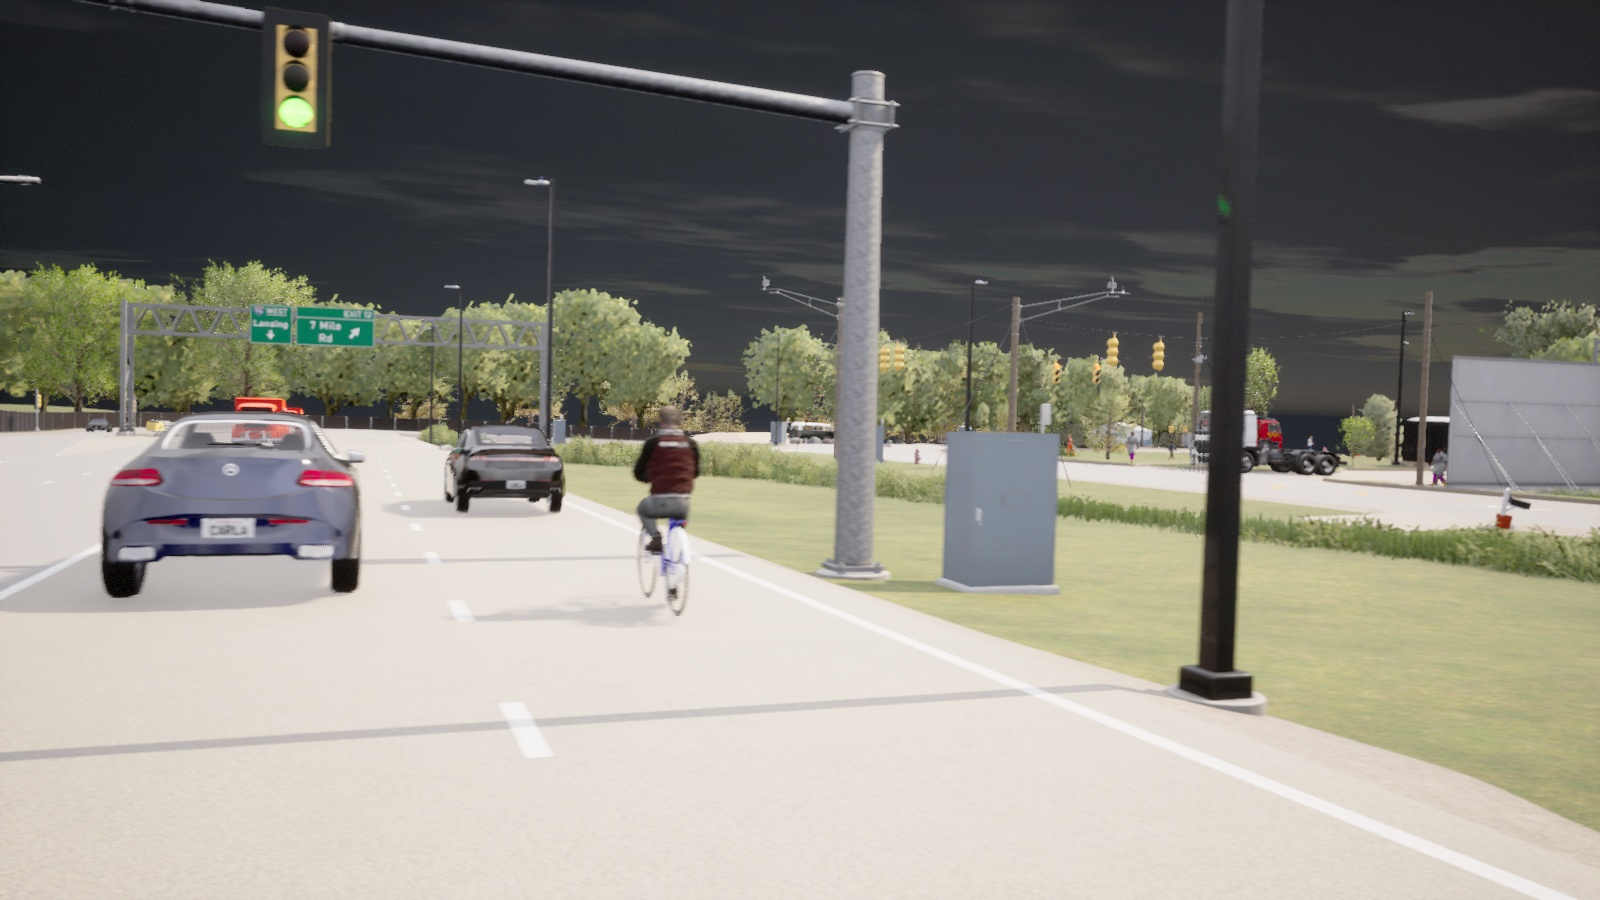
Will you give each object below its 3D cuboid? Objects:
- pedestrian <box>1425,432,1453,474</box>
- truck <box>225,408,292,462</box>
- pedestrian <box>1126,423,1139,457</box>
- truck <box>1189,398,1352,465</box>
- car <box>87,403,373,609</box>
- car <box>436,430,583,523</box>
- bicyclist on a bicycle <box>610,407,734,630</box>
[{"bbox_3d":[29.830,0.135,58.647,0.873,1.952,0.659,0,2,-7],"label":"pedestrian"},{"bbox_3d":[-26.078,-0.725,60.645,2.627,2.467,5.204,0,1,-19],"label":"truck"},{"bbox_3d":[19.448,-0.586,73.438,0.659,1.952,0.873,1,3,21],"label":"pedestrian"},{"bbox_3d":[25.529,-1.000,68.197,7.936,3.462,2.891,1,2,-14],"label":"truck"},{"bbox_3d":[-5.506,0.401,12.756,2.152,1.651,5.027,0,1,-19],"label":"car"},{"bbox_3d":[-5.496,0.390,23.271,2.128,1.511,4.902,0,1,-19],"label":"car"},{"bbox_3d":[-1.154,0.524,10.939,0.659,1.776,1.843,0,1,-19],"label":"bicyclist on a bicycle"}]
